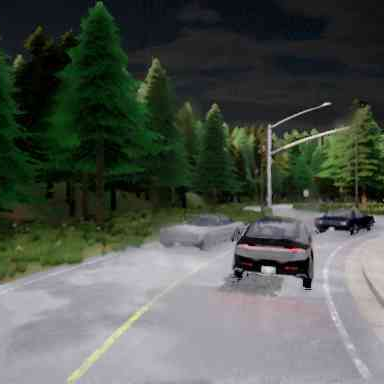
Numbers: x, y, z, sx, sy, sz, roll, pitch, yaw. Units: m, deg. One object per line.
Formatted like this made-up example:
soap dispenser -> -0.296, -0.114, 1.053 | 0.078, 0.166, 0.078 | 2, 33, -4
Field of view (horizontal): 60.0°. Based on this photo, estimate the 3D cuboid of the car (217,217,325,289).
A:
car -> 2.445, 1.486, 9.385 | 2.128, 1.511, 4.902 | 1, -1, 20

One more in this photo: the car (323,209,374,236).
car -> 8.848, 1.644, 19.054 | 1.895, 1.301, 4.718 | 0, 0, 43

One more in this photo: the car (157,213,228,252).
car -> 0.535, 1.621, 14.214 | 1.895, 1.301, 4.718 | 0, 0, 30

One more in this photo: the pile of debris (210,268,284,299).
pile of debris -> 1.425, 2.189, 8.175 | 1.500, 0.140, 1.860 | 0, 0, 19
